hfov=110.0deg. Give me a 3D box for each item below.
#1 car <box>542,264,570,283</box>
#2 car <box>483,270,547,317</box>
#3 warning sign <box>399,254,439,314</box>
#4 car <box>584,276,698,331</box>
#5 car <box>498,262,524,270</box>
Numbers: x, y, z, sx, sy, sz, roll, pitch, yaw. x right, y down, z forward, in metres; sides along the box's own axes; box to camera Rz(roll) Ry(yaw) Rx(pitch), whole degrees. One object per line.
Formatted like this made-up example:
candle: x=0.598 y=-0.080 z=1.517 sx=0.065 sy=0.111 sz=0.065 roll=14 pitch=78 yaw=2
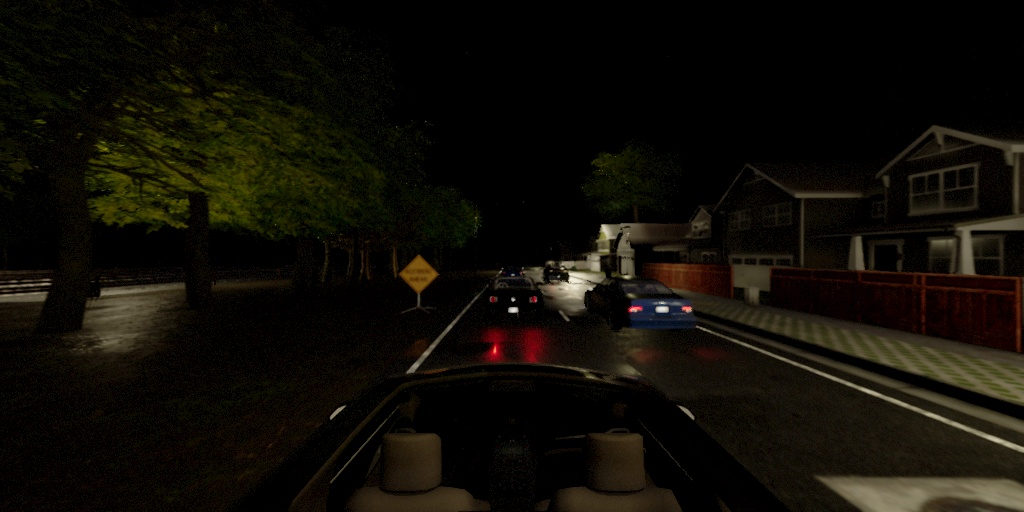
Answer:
car: x=3.567 y=1.378 z=29.652 sx=2.128 sy=1.511 sz=4.902 roll=0 pitch=0 yaw=0
car: x=0.061 y=1.371 z=13.197 sx=1.895 sy=1.301 sz=4.718 roll=0 pitch=0 yaw=0
warning sign: x=-3.051 y=0.878 z=11.743 sx=1.300 sy=1.860 sz=1.060 roll=0 pitch=0 yaw=0
car: x=3.544 y=1.307 z=10.912 sx=2.033 sy=1.411 sz=5.357 roll=0 pitch=0 yaw=1
car: x=0.071 y=1.455 z=30.159 sx=1.994 sy=1.385 sz=4.181 roll=0 pitch=0 yaw=0
